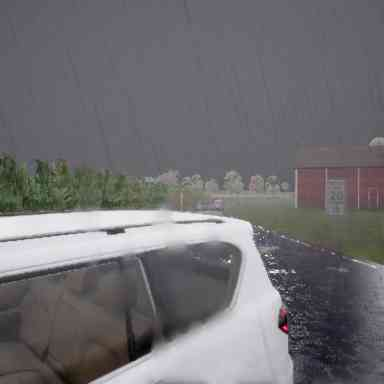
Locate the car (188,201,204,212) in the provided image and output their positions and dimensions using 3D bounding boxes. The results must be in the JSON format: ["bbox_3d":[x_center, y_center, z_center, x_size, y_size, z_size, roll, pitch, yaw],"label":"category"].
[{"bbox_3d":[0.589,2.030,46.402,1.994,1.385,4.181,0,-1,4],"label":"car"}]

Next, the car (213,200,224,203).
[{"bbox_3d":[3.805,2.091,50.026,1.994,1.385,4.181,0,-1,4],"label":"car"}]

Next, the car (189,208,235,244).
[{"bbox_3d":[0.896,1.673,17.701,1.837,1.490,4.892,0,-1,-4],"label":"car"}]

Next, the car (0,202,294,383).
[{"bbox_3d":[-1.603,1.204,1.596,2.150,2.045,5.566,1,2,45],"label":"car"}]

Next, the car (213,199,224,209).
[{"bbox_3d":[4.832,2.100,60.003,1.882,1.535,5.008,0,-1,7],"label":"car"}]

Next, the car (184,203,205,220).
[{"bbox_3d":[0.231,1.830,32.243,1.837,1.490,4.892,0,-1,0],"label":"car"}]
